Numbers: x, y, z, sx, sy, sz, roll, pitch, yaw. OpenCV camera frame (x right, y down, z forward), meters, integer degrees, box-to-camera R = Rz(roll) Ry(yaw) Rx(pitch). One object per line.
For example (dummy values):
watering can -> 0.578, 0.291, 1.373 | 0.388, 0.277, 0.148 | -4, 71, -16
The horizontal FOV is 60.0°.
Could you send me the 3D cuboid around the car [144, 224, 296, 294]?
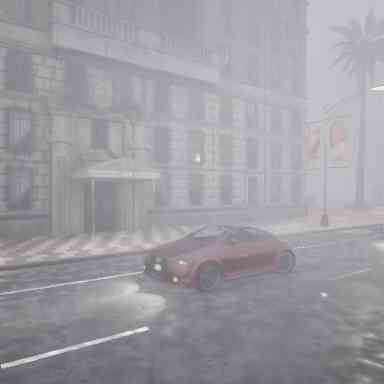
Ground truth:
car -> 0.841, 1.564, 8.864 | 4.181, 1.385, 1.994 | 0, 0, -35
